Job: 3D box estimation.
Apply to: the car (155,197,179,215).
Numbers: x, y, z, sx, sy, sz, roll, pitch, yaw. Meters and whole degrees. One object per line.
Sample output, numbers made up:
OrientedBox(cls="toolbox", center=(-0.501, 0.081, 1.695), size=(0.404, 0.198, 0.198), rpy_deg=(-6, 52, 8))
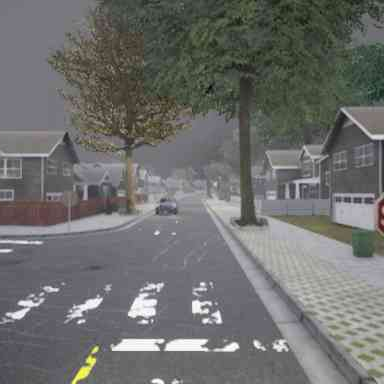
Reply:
OrientedBox(cls="car", center=(-2.416, 1.271, 32.935), size=(2.097, 1.767, 4.553), rpy_deg=(0, 0, 1))
